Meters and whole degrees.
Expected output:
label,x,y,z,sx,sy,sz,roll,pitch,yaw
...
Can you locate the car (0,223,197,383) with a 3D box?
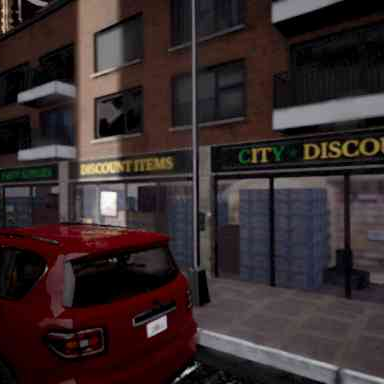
label,x,y,z,sx,sy,sz,roll,pitch,yaw
car,-2.270,1.362,4.495,5.009,1.841,2.192,-1,0,36
